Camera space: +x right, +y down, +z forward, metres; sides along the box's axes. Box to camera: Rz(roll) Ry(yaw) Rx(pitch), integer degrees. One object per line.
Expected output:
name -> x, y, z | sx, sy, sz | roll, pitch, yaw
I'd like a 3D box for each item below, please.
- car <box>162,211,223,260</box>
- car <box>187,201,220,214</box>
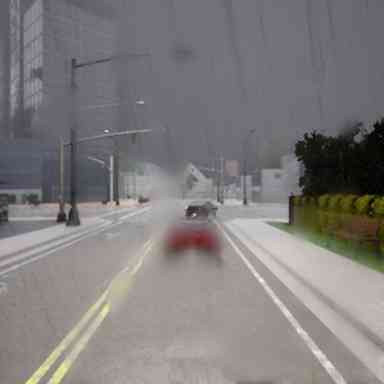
car -> 0.032, 1.595, 12.436 | 1.895, 1.301, 4.718 | 0, 0, 1
car -> 0.973, 1.500, 27.882 | 1.837, 1.490, 4.892 | -1, 0, 18
